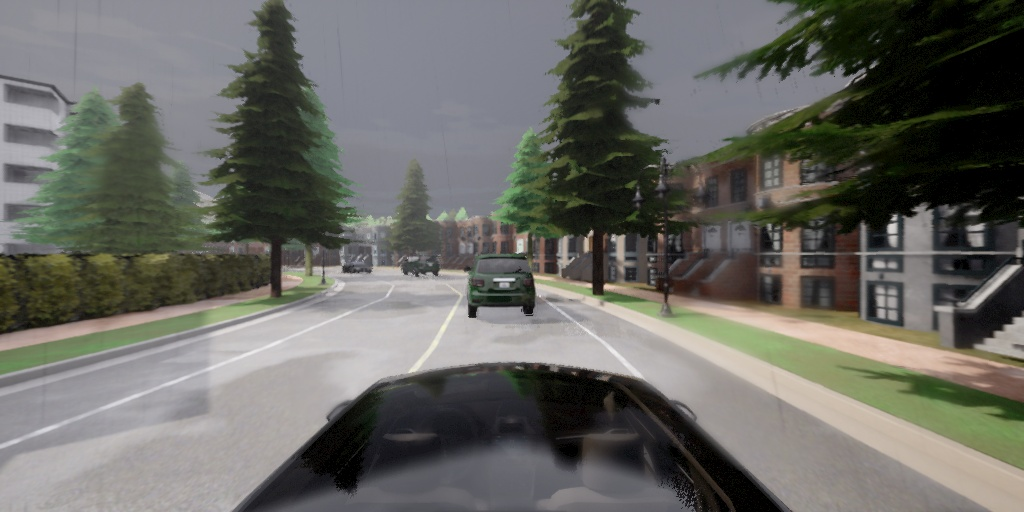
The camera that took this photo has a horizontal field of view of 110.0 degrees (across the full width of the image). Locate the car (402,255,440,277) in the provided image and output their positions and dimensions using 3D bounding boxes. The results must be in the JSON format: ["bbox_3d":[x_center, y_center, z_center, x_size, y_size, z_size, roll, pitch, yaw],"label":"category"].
[{"bbox_3d":[-8.843,0.905,34.562,2.150,2.045,5.566,0,0,-34],"label":"car"}]

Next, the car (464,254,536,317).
[{"bbox_3d":[-0.580,0.948,13.292,2.150,2.045,5.566,0,0,-8],"label":"car"}]

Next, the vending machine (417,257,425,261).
[{"bbox_3d":[-11.593,0.856,46.254,0.880,2.100,1.100,0,0,44],"label":"vending machine"}]

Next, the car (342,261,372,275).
[{"bbox_3d":[-16.484,1.240,38.119,1.994,1.385,4.181,0,0,-44],"label":"car"}]
